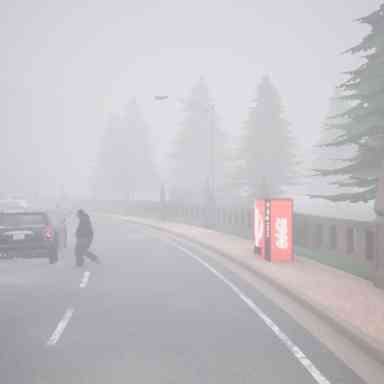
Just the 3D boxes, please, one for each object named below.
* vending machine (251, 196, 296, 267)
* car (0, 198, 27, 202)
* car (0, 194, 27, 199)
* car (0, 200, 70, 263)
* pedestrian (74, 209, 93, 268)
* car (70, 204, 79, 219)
[{"bbox_3d":[2.573,1.195,10.562,1.100,2.100,0.880,0,0,-14],"label":"vending machine"},{"bbox_3d":[-15.336,1.525,27.593,1.812,1.442,4.674,0,0,-44],"label":"car"},{"bbox_3d":[-20.247,1.221,36.576,5.566,2.045,2.150,0,0,35],"label":"car"},{"bbox_3d":[-5.708,1.352,11.848,2.097,1.767,4.553,0,0,-17],"label":"car"},{"bbox_3d":[-3.196,1.294,9.843,0.375,1.860,0.375,0,0,-14],"label":"pedestrian"},{"bbox_3d":[-11.015,1.601,28.166,1.895,1.301,4.718,0,0,-42],"label":"car"}]
